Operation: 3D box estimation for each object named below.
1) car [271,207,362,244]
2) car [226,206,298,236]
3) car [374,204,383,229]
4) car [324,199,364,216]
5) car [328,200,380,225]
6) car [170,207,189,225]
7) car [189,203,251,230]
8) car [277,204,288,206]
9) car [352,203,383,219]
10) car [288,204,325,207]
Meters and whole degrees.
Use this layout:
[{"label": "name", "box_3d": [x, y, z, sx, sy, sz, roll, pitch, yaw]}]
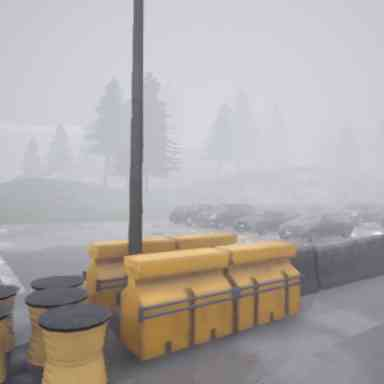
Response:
[{"label": "car", "box_3d": [6.476, 1.711, 17.086, 4.674, 1.442, 1.812, 1, 0, -35]}, {"label": "car", "box_3d": [4.456, 1.749, 19.944, 4.181, 1.385, 1.994, 1, 0, -35]}, {"label": "car", "box_3d": [14.987, 1.766, 23.066, 5.008, 1.535, 1.882, 0, 0, -35]}, {"label": "car", "box_3d": [17.128, 1.693, 37.398, 4.553, 1.767, 2.097, 0, 0, -35]}, {"label": "car", "box_3d": [12.845, 1.640, 25.838, 4.553, 1.767, 2.097, 1, 0, -35]}, {"label": "car", "box_3d": [0.631, 1.667, 25.812, 5.008, 1.535, 1.882, 1, 0, -35]}, {"label": "car", "box_3d": [2.463, 1.538, 22.822, 4.553, 1.767, 2.097, 1, 0, -35]}, {"label": "car", "box_3d": [8.698, 1.853, 31.480, 4.181, 1.385, 1.994, 1, 0, -35]}, {"label": "car", "box_3d": [19.007, 1.887, 34.441, 5.357, 1.411, 2.033, 0, 0, -35]}, {"label": "car", "box_3d": [10.528, 1.850, 28.489, 4.181, 1.385, 1.994, 1, 0, -35]}]
